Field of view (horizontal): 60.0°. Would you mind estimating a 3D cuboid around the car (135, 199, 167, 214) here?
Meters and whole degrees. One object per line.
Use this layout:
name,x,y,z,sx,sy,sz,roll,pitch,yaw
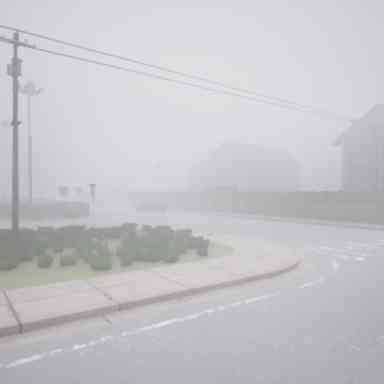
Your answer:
car,-4.535,1.482,36.078,2.128,1.511,4.902,0,0,-36
